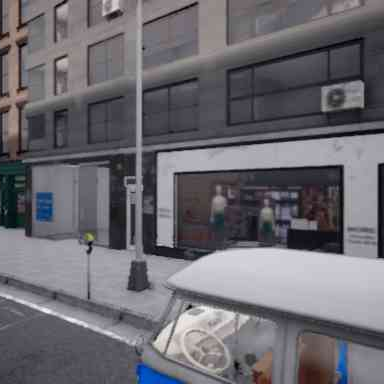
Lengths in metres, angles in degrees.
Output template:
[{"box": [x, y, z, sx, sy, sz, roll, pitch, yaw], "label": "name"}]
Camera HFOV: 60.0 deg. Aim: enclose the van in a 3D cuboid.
[{"box": [1.430, 1.342, 1.789, 3.998, 1.788, 1.690, 0, 0, 36], "label": "van"}]
